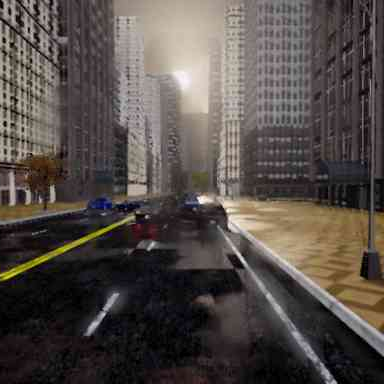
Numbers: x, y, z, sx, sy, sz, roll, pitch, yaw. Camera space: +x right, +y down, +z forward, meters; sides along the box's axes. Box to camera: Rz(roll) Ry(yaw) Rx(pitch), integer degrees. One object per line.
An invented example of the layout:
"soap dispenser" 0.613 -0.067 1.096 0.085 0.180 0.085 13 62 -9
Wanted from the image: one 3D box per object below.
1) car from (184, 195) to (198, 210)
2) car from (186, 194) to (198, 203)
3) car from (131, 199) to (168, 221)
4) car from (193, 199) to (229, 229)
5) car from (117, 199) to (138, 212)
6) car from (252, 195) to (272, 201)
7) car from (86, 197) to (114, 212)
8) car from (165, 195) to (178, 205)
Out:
"car" 0.016 1.299 41.712 2.033 1.411 5.357 0 0 0
"car" -0.006 1.187 60.629 2.033 1.411 5.357 0 0 0
"car" -3.154 1.447 25.653 1.895 1.301 4.718 0 0 0
"car" 1.135 1.383 20.353 1.837 1.490 4.892 0 0 0
"car" -6.581 1.389 35.376 1.895 1.301 4.718 0 0 0
"car" 15.911 1.377 75.852 4.403 1.369 2.008 1 1 -1
"car" -9.827 1.263 35.833 1.882 1.535 5.008 0 0 0
"car" -3.155 1.207 49.992 1.837 1.490 4.892 0 0 0
